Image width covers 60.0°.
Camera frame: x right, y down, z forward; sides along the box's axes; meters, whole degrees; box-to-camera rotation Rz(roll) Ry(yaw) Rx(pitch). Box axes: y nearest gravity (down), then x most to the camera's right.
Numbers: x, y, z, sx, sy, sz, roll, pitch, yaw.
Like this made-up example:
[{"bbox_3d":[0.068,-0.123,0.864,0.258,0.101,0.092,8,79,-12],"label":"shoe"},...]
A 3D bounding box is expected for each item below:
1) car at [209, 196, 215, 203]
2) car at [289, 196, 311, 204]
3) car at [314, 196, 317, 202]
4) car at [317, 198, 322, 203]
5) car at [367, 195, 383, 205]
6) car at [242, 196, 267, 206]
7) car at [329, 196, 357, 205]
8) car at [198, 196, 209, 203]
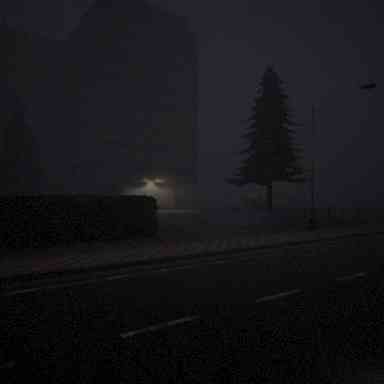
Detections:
[{"bbox_3d":[3.252,1.756,75.833,1.837,1.490,4.892,1,0,-36],"label":"car"},{"bbox_3d":[27.661,2.061,85.610,1.970,1.475,3.806,1,0,-36],"label":"car"},{"bbox_3d":[30.019,2.057,87.289,1.784,1.438,3.905,1,0,-36],"label":"car"},{"bbox_3d":[32.177,1.871,88.888,1.932,1.855,4.605,1,0,-36],"label":"car"},{"bbox_3d":[45.437,1.922,79.842,1.932,1.855,4.605,1,0,-36],"label":"car"},{"bbox_3d":[12.020,1.956,63.622,1.812,1.442,4.674,1,0,-36],"label":"car"},{"bbox_3d":[31.726,2.008,69.963,1.970,1.475,3.806,1,0,-36],"label":"car"},{"bbox_3d":[0.817,1.615,67.223,1.895,1.301,4.718,1,0,-36],"label":"car"}]
